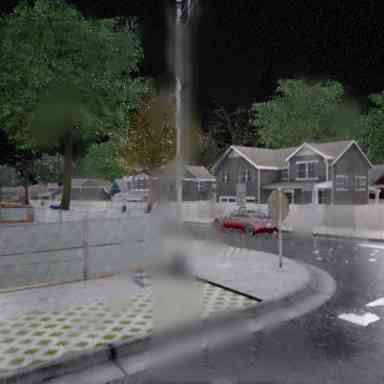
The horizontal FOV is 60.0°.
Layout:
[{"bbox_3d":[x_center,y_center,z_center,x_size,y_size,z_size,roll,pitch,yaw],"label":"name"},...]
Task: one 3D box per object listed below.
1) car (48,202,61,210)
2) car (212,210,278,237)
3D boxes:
[{"bbox_3d":[-22.153,2.369,54.641,1.882,1.535,5.008,0,-1,-36],"label":"car"},{"bbox_3d":[3.073,1.780,19.890,1.994,1.385,4.181,0,-1,-36],"label":"car"}]
